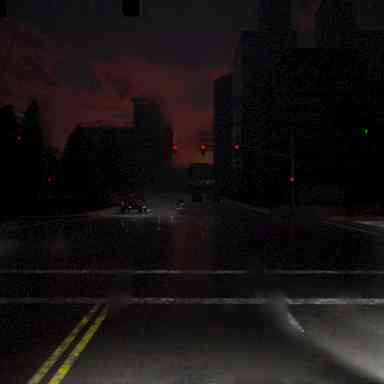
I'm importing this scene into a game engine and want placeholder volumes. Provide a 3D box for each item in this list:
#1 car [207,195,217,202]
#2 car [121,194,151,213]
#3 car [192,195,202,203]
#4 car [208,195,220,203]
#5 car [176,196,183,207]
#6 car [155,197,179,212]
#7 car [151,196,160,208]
[{"bbox_3d":[4.606,1.478,77.185,1.882,1.535,5.008,0,0,1],"label":"car"},{"bbox_3d":[-6.370,1.221,37.133,2.150,2.045,5.566,0,0,1],"label":"car"},{"bbox_3d":[1.015,1.352,67.479,2.097,1.767,4.553,0,0,1],"label":"car"},{"bbox_3d":[4.618,1.547,67.363,2.033,1.411,5.357,0,0,1],"label":"car"},{"bbox_3d":[-2.764,1.564,48.088,1.994,1.385,4.181,0,0,1],"label":"car"},{"bbox_3d":[-2.850,1.601,39.242,1.895,1.301,4.718,0,0,1],"label":"car"},{"bbox_3d":[-6.275,1.491,47.014,2.128,1.511,4.902,0,0,1],"label":"car"}]
